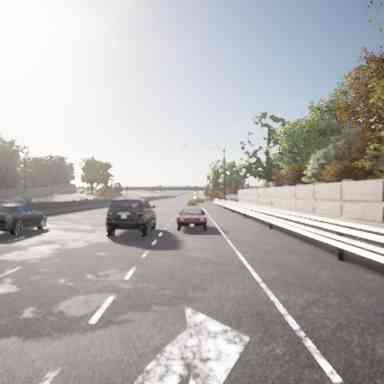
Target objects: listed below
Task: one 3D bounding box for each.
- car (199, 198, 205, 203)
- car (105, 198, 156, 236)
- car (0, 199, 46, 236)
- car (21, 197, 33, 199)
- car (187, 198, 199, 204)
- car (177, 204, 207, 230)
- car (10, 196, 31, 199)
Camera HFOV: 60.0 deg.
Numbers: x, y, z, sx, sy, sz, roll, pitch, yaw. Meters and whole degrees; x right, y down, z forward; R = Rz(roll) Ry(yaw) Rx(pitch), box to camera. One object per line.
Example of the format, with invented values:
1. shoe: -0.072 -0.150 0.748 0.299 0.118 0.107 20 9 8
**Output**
1. car: 2.177 2.363 91.028 2.033 1.411 5.357 0 -2 14
2. car: -3.400 1.342 19.292 2.150 2.045 5.566 0 0 0
3. car: -10.398 1.474 19.518 2.097 1.767 4.553 0 0 0
4. car: -24.503 1.940 52.293 1.994 1.385 4.181 0 0 0
5. car: 0.023 2.003 69.124 1.882 1.535 5.008 0 -1 0
6. car: 0.001 1.743 22.516 1.895 1.301 4.718 0 0 0
7. car: -28.010 1.739 52.598 2.097 1.767 4.553 0 -1 1
